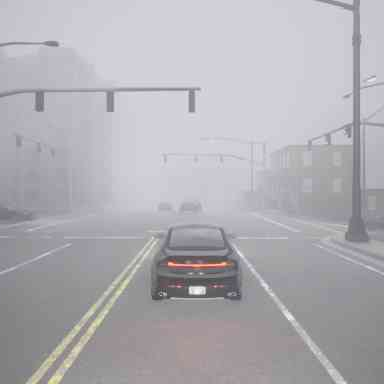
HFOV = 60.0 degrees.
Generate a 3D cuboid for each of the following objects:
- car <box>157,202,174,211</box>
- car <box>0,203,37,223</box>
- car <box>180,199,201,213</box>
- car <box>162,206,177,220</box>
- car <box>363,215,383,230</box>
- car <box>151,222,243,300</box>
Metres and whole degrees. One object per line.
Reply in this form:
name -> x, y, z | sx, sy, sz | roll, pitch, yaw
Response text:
car -> -3.633, 2.066, 45.578 | 1.837, 1.490, 4.892 | 0, -5, 0
car -> -14.103, 1.526, 24.895 | 4.674, 1.442, 1.812 | 0, 0, 1
car -> -0.118, 1.487, 36.130 | 1.812, 1.442, 4.674 | 0, -1, 9
car -> -3.631, 3.521, 54.982 | 2.128, 1.511, 4.902 | 0, -12, 0
car -> 16.047, 2.655, 28.228 | 4.181, 1.385, 1.994 | 8, 0, 0
car -> 0.094, 1.505, 8.342 | 1.837, 1.490, 4.892 | 0, 0, 0
